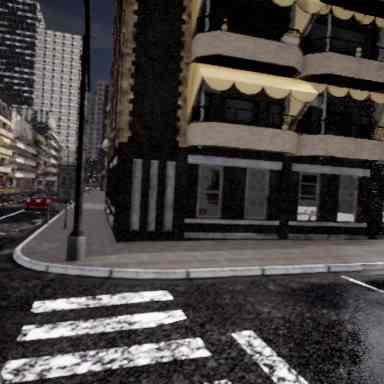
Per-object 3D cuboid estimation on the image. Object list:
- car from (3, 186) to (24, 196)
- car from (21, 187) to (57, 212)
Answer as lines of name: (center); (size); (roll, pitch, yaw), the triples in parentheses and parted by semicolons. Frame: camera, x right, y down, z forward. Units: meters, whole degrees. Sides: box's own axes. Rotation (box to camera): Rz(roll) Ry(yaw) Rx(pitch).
car: (-27.758, -0.247, 51.124); (1.752, 1.417, 4.829); (2, 1, -16)
car: (-12.153, 0.666, 27.025); (1.967, 1.590, 4.097); (2, 1, -16)
